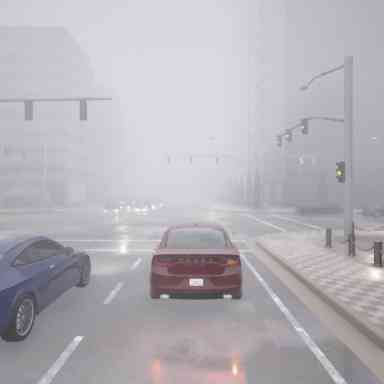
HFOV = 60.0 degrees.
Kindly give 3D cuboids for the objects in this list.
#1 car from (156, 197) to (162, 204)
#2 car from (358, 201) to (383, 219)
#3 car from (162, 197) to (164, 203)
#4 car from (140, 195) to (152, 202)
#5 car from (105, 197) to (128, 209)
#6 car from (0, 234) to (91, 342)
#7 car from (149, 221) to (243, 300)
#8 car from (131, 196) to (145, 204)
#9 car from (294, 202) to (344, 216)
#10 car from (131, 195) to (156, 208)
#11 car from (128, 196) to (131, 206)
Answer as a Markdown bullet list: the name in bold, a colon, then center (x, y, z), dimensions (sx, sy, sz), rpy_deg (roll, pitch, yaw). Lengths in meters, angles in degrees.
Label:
- **car**: center (-6.979, 1.491, 57.933), dimensions (2.128, 1.511, 4.902), rpy_deg (0, 0, 0)
- **car**: center (16.327, 1.436, 27.364), dimensions (4.902, 1.511, 2.128), rpy_deg (0, 0, 0)
- **car**: center (-6.889, 1.601, 68.224), dimensions (1.895, 1.301, 4.718), rpy_deg (0, 0, 0)
- **car**: center (-10.371, 1.478, 75.152), dimensions (1.882, 1.535, 5.008), rpy_deg (0, 0, 0)
- **car**: center (-10.520, 1.505, 45.539), dimensions (1.837, 1.490, 4.892), rpy_deg (0, 0, 0)
- **car**: center (-3.419, 1.526, 6.352), dimensions (1.812, 1.442, 4.674), rpy_deg (0, 0, 0)
- **car**: center (0.094, 1.478, 8.481), dimensions (1.882, 1.535, 5.008), rpy_deg (0, 0, 0)
- **car**: center (-10.425, 1.564, 64.765), dimensions (1.994, 1.385, 4.181), rpy_deg (0, 0, 1)
- **car**: center (12.036, 1.545, 30.908), dimensions (4.718, 1.301, 1.895), rpy_deg (0, 0, 1)
- **car**: center (-7.013, 1.491, 48.626), dimensions (2.128, 1.511, 4.902), rpy_deg (0, 0, 0)
- **car**: center (-10.494, 1.491, 54.767), dimensions (2.128, 1.511, 4.902), rpy_deg (0, 0, 0)
